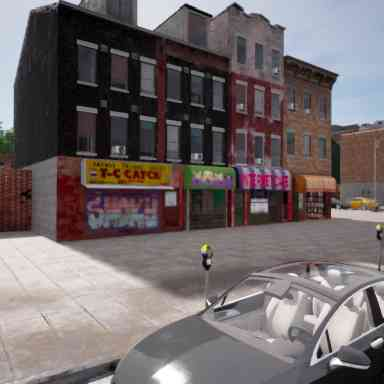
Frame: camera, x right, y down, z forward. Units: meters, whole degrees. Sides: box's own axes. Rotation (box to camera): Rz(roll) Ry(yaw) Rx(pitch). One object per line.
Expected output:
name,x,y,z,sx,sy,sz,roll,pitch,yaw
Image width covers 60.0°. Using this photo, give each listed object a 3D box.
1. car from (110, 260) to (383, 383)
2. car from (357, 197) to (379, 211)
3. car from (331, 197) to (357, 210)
car,1.276,1.552,3.709,4.403,1.369,2.008,0,0,-35
car,19.934,1.387,40.437,1.882,1.535,5.008,0,0,-36
car,16.642,1.383,39.968,1.837,1.490,4.892,0,0,-36
